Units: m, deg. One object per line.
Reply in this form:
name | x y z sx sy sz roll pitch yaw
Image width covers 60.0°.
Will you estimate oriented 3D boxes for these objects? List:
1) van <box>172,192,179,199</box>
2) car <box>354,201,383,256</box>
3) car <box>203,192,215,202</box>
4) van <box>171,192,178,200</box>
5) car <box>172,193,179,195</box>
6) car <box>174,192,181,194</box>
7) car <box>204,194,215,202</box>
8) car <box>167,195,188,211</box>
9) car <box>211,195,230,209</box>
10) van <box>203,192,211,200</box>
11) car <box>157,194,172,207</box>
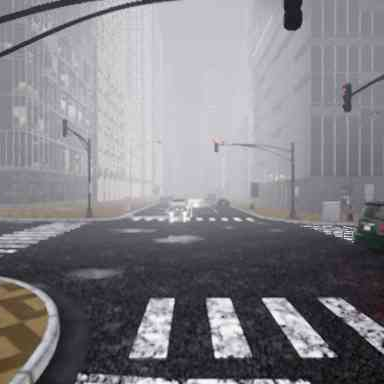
van | -4.304 0.992 87.140 1.690 1.788 3.998 0 0 0
car | 8.583 1.359 11.572 5.566 2.045 2.150 1 -1 -7
car | 3.699 1.072 65.073 2.192 1.841 5.009 0 0 0
van | -4.273 1.019 81.612 1.690 1.788 3.998 0 0 0
car | -4.181 1.323 65.030 1.947 1.339 4.313 0 0 0
car | -4.243 1.144 76.085 1.967 1.590 4.097 0 0 0
car | 3.668 1.171 70.602 1.967 1.590 4.097 0 0 0
car | -1.561 1.399 38.430 1.812 1.442 4.674 0 1 0
car | 3.870 1.420 42.965 1.947 1.339 4.313 0 0 0
van | 3.607 1.019 81.656 1.690 1.788 3.998 0 0 0
car | -4.090 1.413 48.448 1.802 1.307 4.206 0 0 0
